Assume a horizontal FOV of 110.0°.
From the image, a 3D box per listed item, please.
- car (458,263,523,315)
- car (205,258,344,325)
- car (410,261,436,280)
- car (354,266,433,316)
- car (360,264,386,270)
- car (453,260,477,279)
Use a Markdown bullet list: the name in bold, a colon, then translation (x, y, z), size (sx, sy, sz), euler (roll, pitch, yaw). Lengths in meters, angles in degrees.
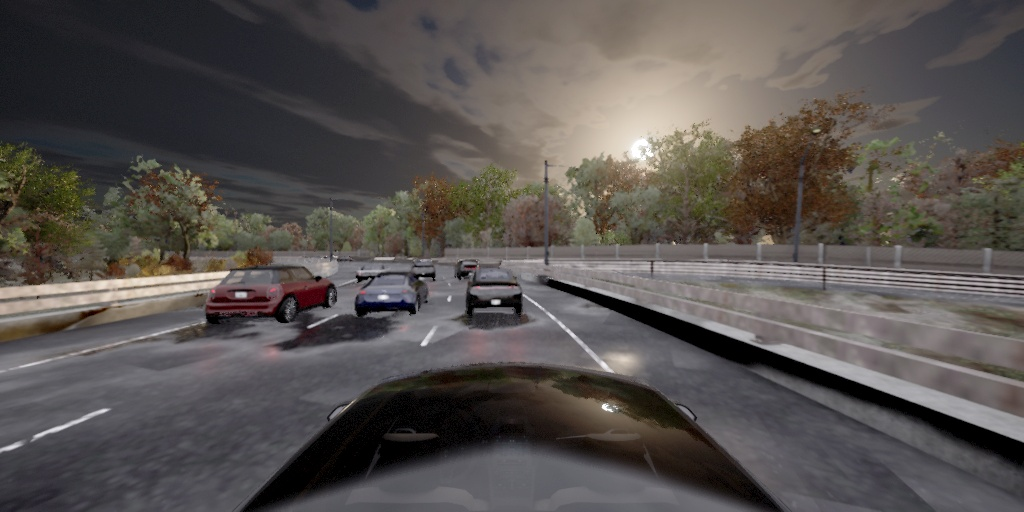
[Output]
- **car**: translation (-0.747, 1.172, 13.222), size (2.128, 1.511, 4.902), euler (0, 0, -6)
- **car**: translation (-7.651, 1.072, 11.957), size (2.097, 1.767, 4.553), euler (0, 0, -6)
- **car**: translation (-7.118, 1.103, 28.748), size (2.128, 1.511, 4.902), euler (0, 0, -14)
- **car**: translation (-4.275, 1.260, 13.279), size (1.994, 1.385, 4.181), euler (0, 0, -7)
- **car**: translation (-10.168, 1.239, 26.651), size (1.895, 1.301, 4.718), euler (0, 0, -13)
- **car**: translation (-3.717, 1.095, 29.565), size (1.837, 1.490, 4.892), euler (0, 0, -14)
